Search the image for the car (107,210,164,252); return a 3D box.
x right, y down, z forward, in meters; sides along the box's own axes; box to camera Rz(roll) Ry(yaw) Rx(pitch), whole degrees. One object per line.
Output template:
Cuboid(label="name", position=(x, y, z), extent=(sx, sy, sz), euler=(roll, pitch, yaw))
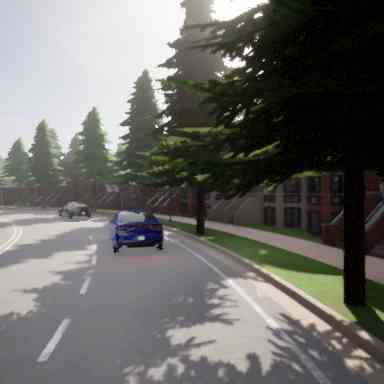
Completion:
Cuboid(label="car", position=(-2.516, 1.488, 14.218), extent=(1.882, 1.535, 5.008), euler=(0, 0, -17))

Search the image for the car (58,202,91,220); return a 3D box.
Cuboid(label="car", position=(-10.360, 1.584, 29.396), extent=(1.812, 1.442, 4.674), euler=(0, 0, -36))
